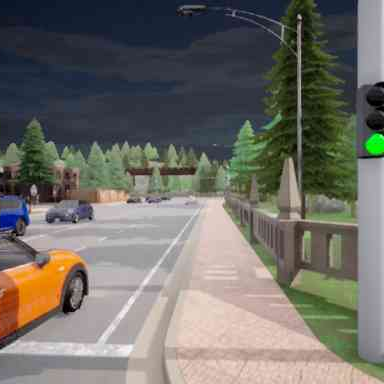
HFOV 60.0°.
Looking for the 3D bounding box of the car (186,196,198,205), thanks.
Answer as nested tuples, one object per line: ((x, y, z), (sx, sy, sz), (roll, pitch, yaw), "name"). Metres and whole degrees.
((-0.003, 1.462, 57.708), (1.812, 1.442, 4.674), (0, 0, 3), "car")

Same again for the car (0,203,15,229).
((-12.857, 1.482, 19.449), (2.128, 1.511, 4.902), (0, 0, 3), "car")

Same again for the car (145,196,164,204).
((-6.919, 1.504, 60.434), (1.994, 1.385, 4.181), (0, 0, 4), "car")

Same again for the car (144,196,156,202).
((-9.451, 1.509, 75.853), (1.895, 1.301, 4.718), (0, 0, 3), "car")

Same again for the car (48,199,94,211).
((-9.007, 1.333, 24.827), (2.097, 1.767, 4.553), (0, 0, 4), "car")

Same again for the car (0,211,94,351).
((-3.366, 1.349, 4.927), (2.097, 1.767, 4.553), (0, 0, 9), "car")

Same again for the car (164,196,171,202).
((-5.961, 1.511, 75.588), (1.895, 1.301, 4.718), (0, 0, 3), "car")

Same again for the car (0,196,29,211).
((-9.624, 1.213, 15.074), (2.150, 2.045, 5.566), (0, 0, 3), "car")

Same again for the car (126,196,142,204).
((-10.436, 1.491, 60.143), (2.033, 1.411, 5.357), (0, 0, 4), "car")
